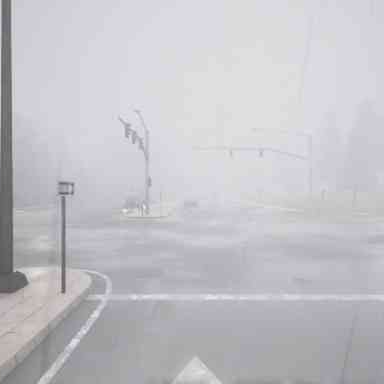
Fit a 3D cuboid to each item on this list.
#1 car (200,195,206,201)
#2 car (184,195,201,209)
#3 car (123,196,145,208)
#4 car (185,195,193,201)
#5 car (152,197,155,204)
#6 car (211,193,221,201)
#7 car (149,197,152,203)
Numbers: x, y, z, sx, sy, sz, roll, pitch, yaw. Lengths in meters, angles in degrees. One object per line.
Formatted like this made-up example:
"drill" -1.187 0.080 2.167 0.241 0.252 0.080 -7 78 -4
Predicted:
"car" 2.727 1.524 85.886 1.812 1.442 4.674 0 0 -1
"car" -0.135 1.525 44.781 1.812 1.442 4.674 0 0 -1
"car" -8.263 1.352 46.729 2.097 1.767 4.553 0 0 -1
"car" -0.772 1.500 85.824 1.837 1.490 4.892 0 0 -1
"car" -8.491 1.601 65.707 1.895 1.301 4.718 0 0 0
"car" 6.227 1.225 85.894 2.150 2.045 5.566 0 0 -1
"car" -8.391 1.505 55.763 1.837 1.490 4.892 0 0 -1
